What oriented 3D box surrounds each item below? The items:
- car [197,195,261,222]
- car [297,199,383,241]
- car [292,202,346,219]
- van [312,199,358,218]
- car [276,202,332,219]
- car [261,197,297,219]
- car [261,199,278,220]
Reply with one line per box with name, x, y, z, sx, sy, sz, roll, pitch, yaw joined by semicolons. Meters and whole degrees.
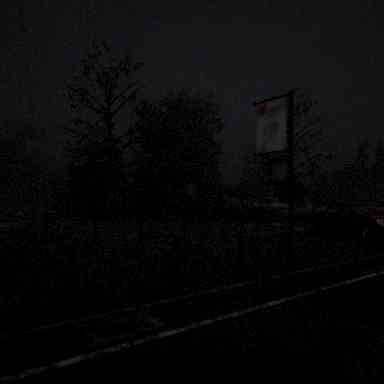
car;2.677;1.321;28.129;2.435;2.045;5.566;2;-1;-36
car;8.098;1.397;16.977;2.185;1.767;4.553;2;-1;-36
car;13.760;1.965;36.401;1.946;1.575;5.366;3;-1;-36
van;16.209;1.843;37.792;1.878;1.987;4.442;3;-1;-36
car;11.601;1.874;34.848;1.946;1.575;5.366;2;-1;-36
car;7.094;1.453;31.340;2.435;2.045;5.566;2;-1;-36
car;4.817;1.636;29.712;2.231;1.521;4.892;2;-1;-36
